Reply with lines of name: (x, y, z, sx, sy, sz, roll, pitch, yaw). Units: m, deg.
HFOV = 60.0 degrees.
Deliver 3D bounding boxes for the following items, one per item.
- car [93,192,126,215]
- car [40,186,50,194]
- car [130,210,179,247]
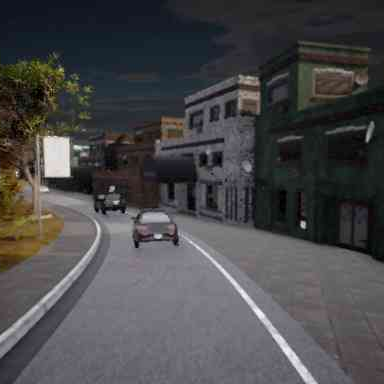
car: (-8.121, 1.046, 32.573, 2.150, 2.045, 5.566, -2, 2, -27)
car: (-29.140, -0.447, 65.110, 1.812, 1.442, 4.674, -3, 5, -33)
car: (-1.740, 1.521, 14.968, 1.812, 1.442, 4.674, -1, 0, -11)
